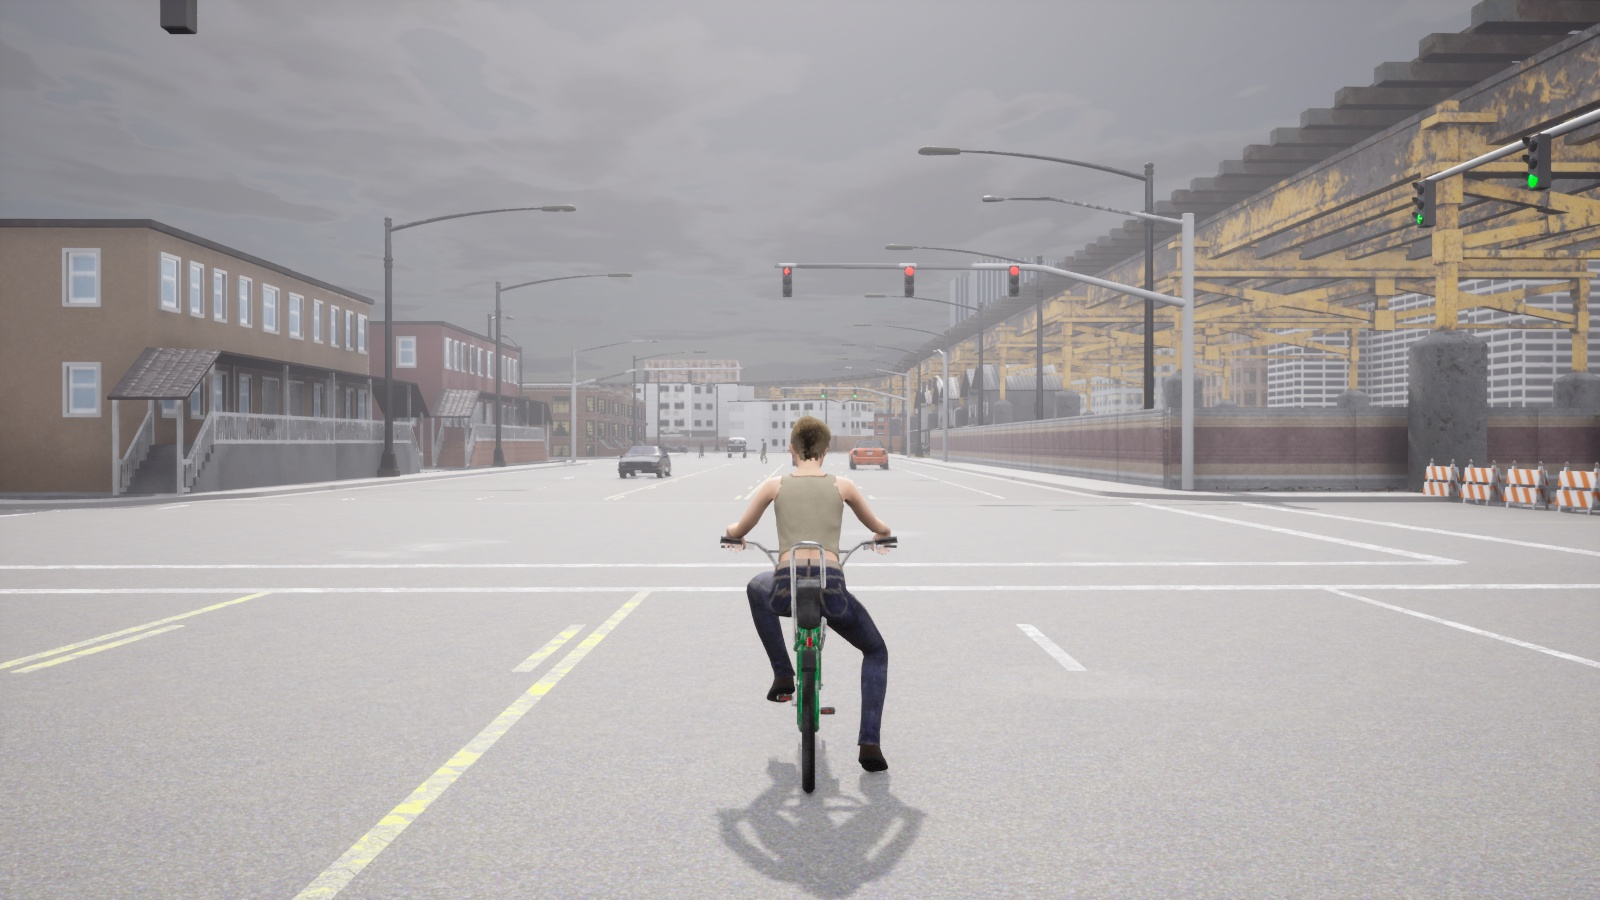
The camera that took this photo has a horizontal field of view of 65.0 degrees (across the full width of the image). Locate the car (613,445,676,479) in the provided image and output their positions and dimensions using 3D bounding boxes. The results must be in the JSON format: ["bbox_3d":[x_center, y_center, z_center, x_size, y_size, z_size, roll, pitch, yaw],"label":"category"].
[{"bbox_3d":[-6.696,0.480,54.601,2.033,1.411,5.357,0,0,0],"label":"car"}]

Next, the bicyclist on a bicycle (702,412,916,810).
[{"bbox_3d":[0.041,0.650,5.845,0.866,1.612,1.509,0,0,0],"label":"bicyclist on a bicycle"}]

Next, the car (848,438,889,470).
[{"bbox_3d":[3.898,0.201,72.138,2.097,1.767,4.553,0,0,0],"label":"car"}]
